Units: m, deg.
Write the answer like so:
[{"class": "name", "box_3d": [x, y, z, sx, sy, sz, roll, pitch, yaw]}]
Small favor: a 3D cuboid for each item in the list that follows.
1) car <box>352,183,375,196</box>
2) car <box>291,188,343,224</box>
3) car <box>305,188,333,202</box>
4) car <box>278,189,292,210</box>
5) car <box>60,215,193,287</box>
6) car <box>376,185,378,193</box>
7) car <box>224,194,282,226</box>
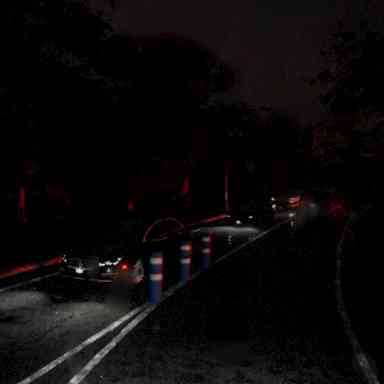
[{"class": "car", "box_3d": [21.049, -0.080, 41.131, 2.033, 1.411, 5.357, 0, 3, 34]}, {"class": "car", "box_3d": [8.104, 0.744, 20.861, 2.150, 2.045, 5.566, 0, 3, 29]}, {"class": "car", "box_3d": [14.457, 0.284, 37.824, 1.895, 1.301, 4.718, 0, 3, 35]}, {"class": "car", "box_3d": [8.185, 0.569, 28.223, 2.097, 1.767, 4.553, 0, 3, 32]}, {"class": "car", "box_3d": [-1.517, 1.464, 9.511, 1.837, 1.490, 4.892, 0, 0, 23]}, {"class": "car", "box_3d": [26.781, -0.617, 49.669, 2.128, 1.511, 4.902, 0, 3, 32]}, {"class": "car", "box_3d": [3.810, 1.160, 20.742, 2.033, 1.411, 5.357, 0, 3, 28]}]
